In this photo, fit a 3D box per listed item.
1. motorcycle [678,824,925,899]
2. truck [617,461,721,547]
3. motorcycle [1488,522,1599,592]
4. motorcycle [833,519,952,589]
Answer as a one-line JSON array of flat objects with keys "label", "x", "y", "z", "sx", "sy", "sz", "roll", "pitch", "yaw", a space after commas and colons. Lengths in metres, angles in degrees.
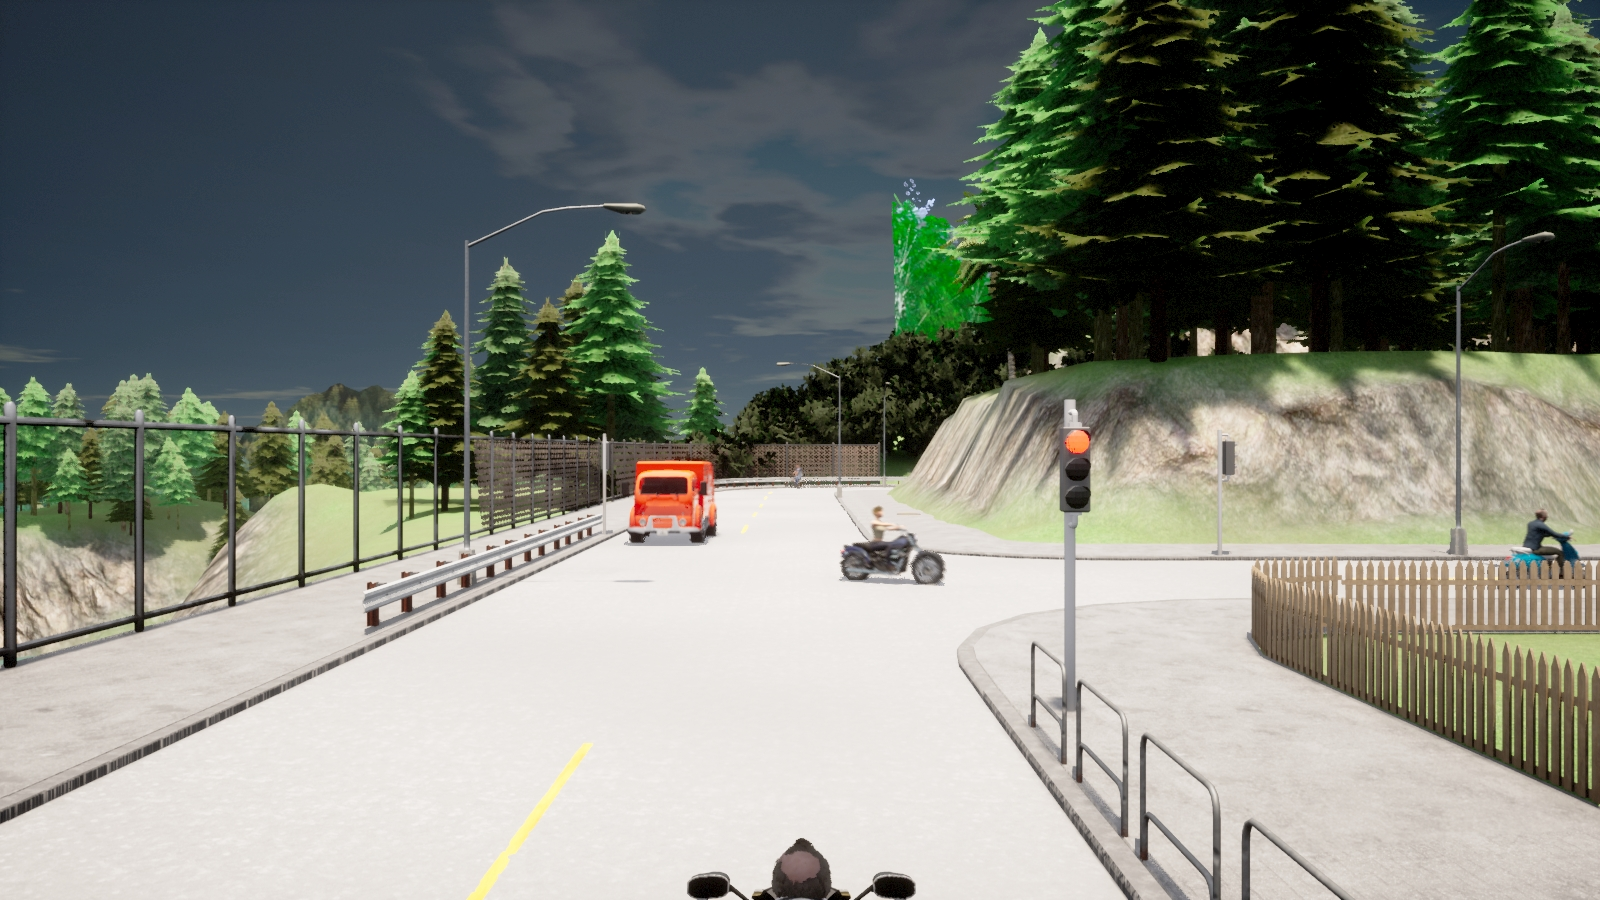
[{"label": "motorcycle", "x": 0.004, "y": 2.205, "z": 3.723, "sx": 0.867, "sy": 1.251, "sz": 2.209, "roll": 0, "pitch": 0, "yaw": 0}, {"label": "truck", "x": -3.962, "y": 1.573, "z": 35.567, "sx": 2.627, "sy": 2.467, "sz": 5.204, "roll": 0, "pitch": 0, "yaw": 0}, {"label": "motorcycle", "x": 15.036, "y": 2.142, "z": 23.033, "sx": 1.805, "sy": 1.316, "sz": 0.856, "roll": 0, "pitch": 0, "yaw": 1}, {"label": "motorcycle", "x": 1.928, "y": 2.155, "z": 23.985, "sx": 2.356, "sy": 1.307, "sz": 0.764, "roll": 0, "pitch": -2, "yaw": 27}]
